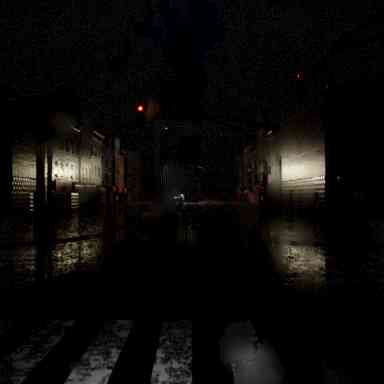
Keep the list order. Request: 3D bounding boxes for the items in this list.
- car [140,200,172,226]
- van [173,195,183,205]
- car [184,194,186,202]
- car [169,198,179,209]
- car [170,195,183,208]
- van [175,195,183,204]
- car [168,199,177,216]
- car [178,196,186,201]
[{"bbox_3d":[-2.645,1.543,23.876,1.752,1.417,4.829,0,0,0],"label":"car"},{"bbox_3d":[-2.662,1.450,63.284,1.690,1.788,3.998,0,0,0],"label":"van"},{"bbox_3d":[-2.659,1.408,57.678,2.192,1.841,5.009,0,0,0],"label":"car"},{"bbox_3d":[-2.650,1.619,35.256,1.802,1.307,4.206,0,0,0],"label":"car"},{"bbox_3d":[-2.655,1.503,46.467,1.967,1.590,4.097,0,0,0],"label":"car"},{"bbox_3d":[-2.664,1.467,68.889,1.690,1.788,3.998,0,0,0],"label":"van"},{"bbox_3d":[-2.647,1.572,29.651,1.887,1.381,4.507,0,0,0],"label":"car"},{"bbox_3d":[-2.676,1.771,91.311,1.947,1.339,4.313,0,0,0],"label":"car"}]
